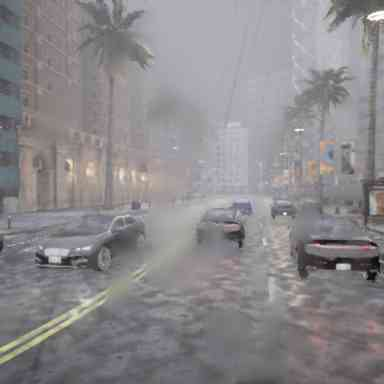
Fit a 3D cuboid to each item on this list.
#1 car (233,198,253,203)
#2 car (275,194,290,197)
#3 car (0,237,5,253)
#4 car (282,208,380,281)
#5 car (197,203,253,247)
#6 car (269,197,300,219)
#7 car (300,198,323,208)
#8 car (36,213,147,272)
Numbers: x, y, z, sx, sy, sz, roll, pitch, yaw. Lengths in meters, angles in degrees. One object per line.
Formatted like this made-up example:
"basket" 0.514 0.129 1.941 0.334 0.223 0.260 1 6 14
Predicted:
"car" 5.050 1.379 33.068 1.882 1.535 5.008 0 0 11
"car" 17.070 1.148 61.435 2.185 1.767 4.553 0 0 11
"car" -7.266 1.602 8.306 1.895 1.301 4.718 0 0 15
"car" 3.946 1.455 9.802 2.128 1.511 4.902 0 0 13
"car" 1.467 1.450 14.731 2.128 1.511 4.902 0 0 12
"car" 7.663 1.411 28.106 1.837 1.490 4.892 0 0 11
"car" 11.562 1.364 32.581 2.231 1.521 4.892 0 0 11
"car" -3.002 1.473 10.951 2.128 1.511 4.902 0 0 12
